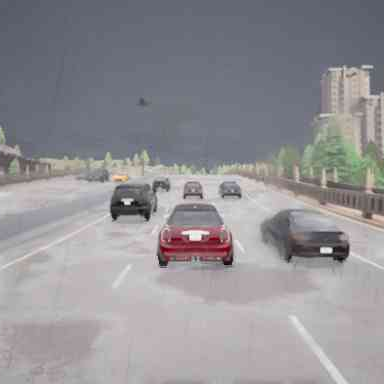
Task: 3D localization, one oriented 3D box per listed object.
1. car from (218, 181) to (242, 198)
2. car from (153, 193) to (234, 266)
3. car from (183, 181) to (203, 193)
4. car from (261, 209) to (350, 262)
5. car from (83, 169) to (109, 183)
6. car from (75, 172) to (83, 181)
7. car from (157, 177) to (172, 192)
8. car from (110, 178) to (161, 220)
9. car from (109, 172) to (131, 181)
[{"bbox_3d":[3.600,-0.305,31.832,2.033,1.411,5.357,0,6,0],"label":"car"},{"bbox_3d":[0.094,1.134,10.925,2.097,1.767,4.553,0,2,0],"label":"car"},{"bbox_3d":[0.095,-0.300,31.778,2.033,1.411,5.357,0,6,0],"label":"car"},{"bbox_3d":[3.595,1.296,11.198,1.812,1.442,4.674,0,2,0],"label":"car"},{"bbox_3d":[-14.083,-2.473,50.333,2.150,2.045,5.566,0,6,0],"label":"car"},{"bbox_3d":[-17.560,-2.540,54.477,1.994,1.385,4.181,0,6,1],"label":"car"},{"bbox_3d":[-3.406,-0.931,37.699,1.837,1.490,4.892,0,6,0],"label":"car"},{"bbox_3d":[-3.404,0.461,20.170,2.150,2.045,5.566,0,5,0],"label":"car"},{"bbox_3d":[-10.584,-2.215,50.343,1.882,1.535,5.008,0,6,0],"label":"car"}]
